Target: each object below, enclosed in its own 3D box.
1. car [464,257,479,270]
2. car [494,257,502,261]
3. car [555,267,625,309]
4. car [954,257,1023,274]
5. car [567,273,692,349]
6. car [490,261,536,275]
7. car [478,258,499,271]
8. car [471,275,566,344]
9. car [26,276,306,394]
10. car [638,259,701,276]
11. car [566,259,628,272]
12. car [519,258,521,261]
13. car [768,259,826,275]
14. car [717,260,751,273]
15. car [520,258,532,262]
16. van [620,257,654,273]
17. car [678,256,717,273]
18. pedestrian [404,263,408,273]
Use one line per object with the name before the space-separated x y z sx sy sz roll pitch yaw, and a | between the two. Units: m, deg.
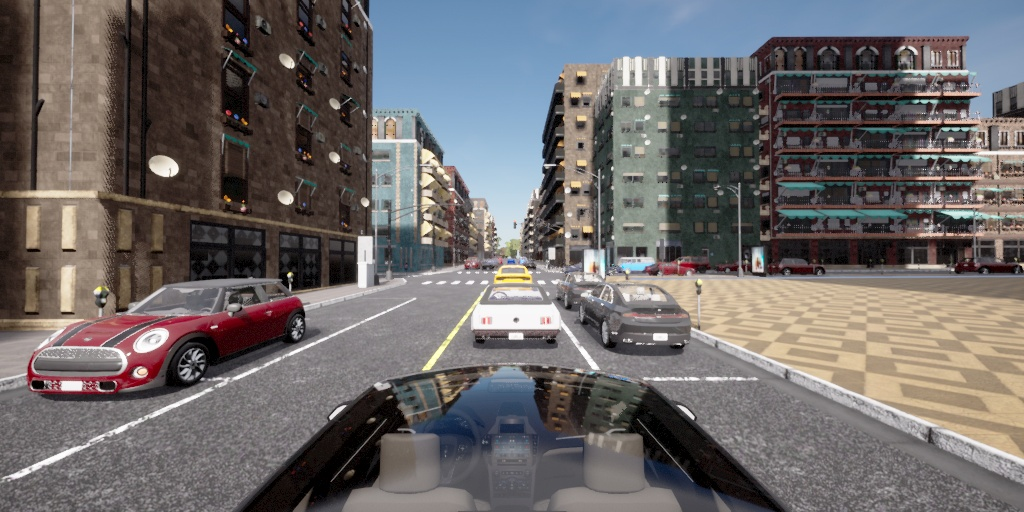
car | -5.791 1.077 52.770 2.192 1.841 5.009 0 0 0
car | -3.199 1.312 60.132 2.033 1.411 5.357 0 0 0
car | 2.795 1.303 14.554 2.007 1.370 4.403 0 0 0
car | 41.287 0.807 31.059 4.097 1.591 1.967 0 0 0
car | 2.807 1.302 8.984 2.007 1.370 4.403 0 0 0
car | 0.059 1.231 19.021 1.882 1.535 5.008 0 0 0
car | -3.213 1.362 50.439 1.895 1.301 4.718 0 0 1
car | 0.083 1.352 9.567 1.895 1.301 4.718 0 0 0
car | -5.829 1.191 6.731 1.967 1.591 4.097 0 0 0
car | 13.650 1.159 31.202 4.207 1.307 1.802 0 0 0
car | 7.663 1.209 33.835 5.357 1.411 2.033 0 -1 0
car | 2.579 1.345 58.317 1.802 1.307 4.207 0 0 0
car | 24.705 0.931 31.145 4.097 1.591 1.967 0 0 0
car | 24.751 1.160 39.525 4.507 1.381 1.888 0 0 0
car | 2.590 1.328 52.747 1.948 1.339 4.313 0 0 0
van | 13.695 1.041 39.583 3.998 1.789 1.690 0 0 0
car | 19.223 0.972 39.554 5.009 1.841 2.192 0 0 0
pedestrian | -12.610 1.092 42.681 0.375 1.860 0.375 0 0 0
